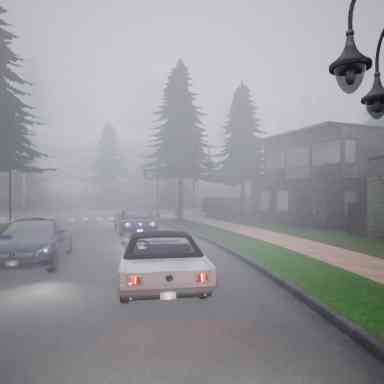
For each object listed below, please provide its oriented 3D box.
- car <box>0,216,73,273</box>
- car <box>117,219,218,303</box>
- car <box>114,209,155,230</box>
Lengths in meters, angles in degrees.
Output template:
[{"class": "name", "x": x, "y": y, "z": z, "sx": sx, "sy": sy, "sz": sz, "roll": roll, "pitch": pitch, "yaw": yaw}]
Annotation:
[{"class": "car", "x": -4.971, "y": 1.526, "z": 10.605, "sx": 1.812, "sy": 1.442, "sz": 4.674, "roll": 0, "pitch": 0, "yaw": -12}, {"class": "car", "x": -0.809, "y": 1.601, "z": 8.239, "sx": 1.895, "sy": 1.301, "sz": 4.718, "roll": 0, "pitch": 0, "yaw": -10}, {"class": "car", "x": -3.203, "y": 1.601, "z": 18.288, "sx": 1.895, "sy": 1.301, "sz": 4.718, "roll": 0, "pitch": 0, "yaw": -18}]
